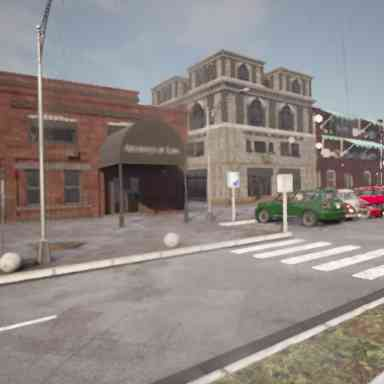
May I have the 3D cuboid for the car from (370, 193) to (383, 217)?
[{"bbox_3d":[11.032,1.017,23.459,2.163,1.488,4.792,-2,1,-36],"label":"car"}]

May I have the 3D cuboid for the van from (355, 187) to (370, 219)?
[{"bbox_3d":[8.714,0.853,21.693,1.878,1.987,4.442,-2,1,-36],"label":"van"}]

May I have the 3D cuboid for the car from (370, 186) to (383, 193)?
[{"bbox_3d":[13.145,0.650,25.047,2.435,2.045,5.566,-2,1,-36],"label":"car"}]

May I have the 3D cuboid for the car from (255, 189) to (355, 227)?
[{"bbox_3d":[6.372,0.917,20.195,2.435,2.045,5.566,-2,1,-36],"label":"car"}]
